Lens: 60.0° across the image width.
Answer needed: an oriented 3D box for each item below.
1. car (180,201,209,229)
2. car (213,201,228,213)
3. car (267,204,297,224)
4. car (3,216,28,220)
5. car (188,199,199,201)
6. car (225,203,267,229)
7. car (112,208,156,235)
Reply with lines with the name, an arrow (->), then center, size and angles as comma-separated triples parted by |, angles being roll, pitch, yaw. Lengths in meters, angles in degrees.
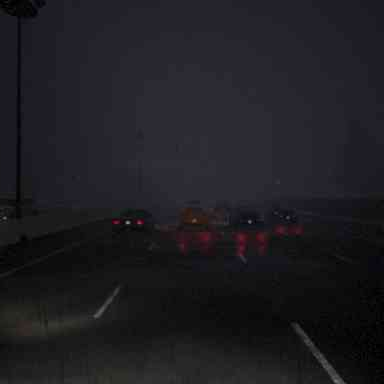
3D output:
car -> 0.151, 1.653, 23.239 | 1.882, 1.535, 5.008 | 0, -1, 0
car -> 3.690, 1.837, 41.763 | 2.128, 1.511, 4.902 | 0, -1, 0
car -> 7.163, 1.740, 27.082 | 1.812, 1.442, 4.674 | 0, -1, 0
car -> -13.945, 1.402, 25.865 | 2.150, 2.045, 5.566 | 0, -1, 0
car -> 0.188, 1.685, 40.606 | 2.097, 1.767, 4.553 | 0, -1, 0
car -> 3.654, 1.702, 23.187 | 1.812, 1.442, 4.674 | 0, -1, 0
car -> -3.358, 1.691, 19.955 | 2.033, 1.411, 5.357 | 0, -1, 0
